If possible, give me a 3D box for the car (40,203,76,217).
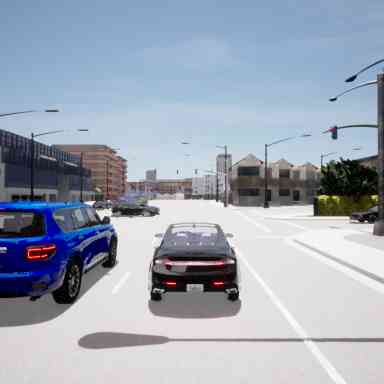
[{"bbox_3d":[-14.154,1.876,35.467,1.895,1.301,4.718,0,-1,0],"label":"car"}]

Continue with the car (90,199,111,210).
[{"bbox_3d":[-14.178,1.932,51.653,1.837,1.490,4.892,0,0,0],"label":"car"}]

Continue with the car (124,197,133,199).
[{"bbox_3d":[-10.673,1.913,49.957,1.837,1.490,4.892,0,-1,0],"label":"car"}]

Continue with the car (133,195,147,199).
[{"bbox_3d":[-10.612,1.824,71.112,2.128,1.511,4.902,0,1,0],"label":"car"}]

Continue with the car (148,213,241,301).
[{"bbox_3d":[0.055,1.506,8.365,2.128,1.511,4.902,0,0,0],"label":"car"}]

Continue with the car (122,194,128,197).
[{"bbox_3d":[-14.145,1.751,62.962,2.097,1.767,4.553,0,0,0],"label":"car"}]

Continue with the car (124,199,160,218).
[{"bbox_3d":[-5.642,1.753,33.224,4.892,1.490,1.837,0,3,15],"label":"car"}]

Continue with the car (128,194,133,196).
[{"bbox_3d":[-14.116,1.485,73.571,2.150,2.045,5.566,0,1,0],"label":"car"}]

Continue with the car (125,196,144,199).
[{"bbox_3d":[-10.661,1.960,60.844,2.033,1.411,5.357,0,0,0],"label":"car"}]

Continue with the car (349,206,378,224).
[{"bbox_3d":[15.061,1.686,25.499,5.357,1.411,2.033,0,-1,0],"label":"car"}]

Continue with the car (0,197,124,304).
[{"bbox_3d":[-3.446,1.239,8.320,2.150,2.045,5.566,0,0,0],"label":"car"}]
